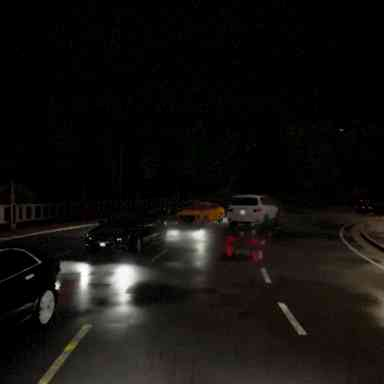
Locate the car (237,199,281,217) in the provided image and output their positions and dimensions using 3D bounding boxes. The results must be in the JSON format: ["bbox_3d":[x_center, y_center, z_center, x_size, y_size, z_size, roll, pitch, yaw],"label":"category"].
[{"bbox_3d":[6.405,1.456,31.517,2.128,1.511,4.902,0,0,38],"label":"car"}]

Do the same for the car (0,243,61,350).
[{"bbox_3d":[-3.344,1.500,4.124,1.837,1.490,4.892,0,0,3],"label":"car"}]

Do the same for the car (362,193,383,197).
[{"bbox_3d":[22.035,1.175,38.605,5.566,2.045,2.150,0,0,-25],"label":"car"}]

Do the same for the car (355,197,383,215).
[{"bbox_3d":[18.240,1.510,32.753,5.357,1.411,2.033,0,0,-33],"label":"car"}]

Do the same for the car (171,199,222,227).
[{"bbox_3d":[0.685,1.452,22.888,1.882,1.535,5.008,0,0,23],"label":"car"}]

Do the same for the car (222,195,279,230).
[{"bbox_3d":[4.029,1.197,21.240,2.150,2.045,5.566,0,0,25],"label":"car"}]

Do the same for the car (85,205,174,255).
[{"bbox_3d":[-2.405,1.490,13.362,1.837,1.490,4.892,0,0,13],"label":"car"}]

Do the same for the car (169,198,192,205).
[{"bbox_3d":[-0.552,1.299,27.932,2.128,1.511,4.902,0,0,31],"label":"car"}]
